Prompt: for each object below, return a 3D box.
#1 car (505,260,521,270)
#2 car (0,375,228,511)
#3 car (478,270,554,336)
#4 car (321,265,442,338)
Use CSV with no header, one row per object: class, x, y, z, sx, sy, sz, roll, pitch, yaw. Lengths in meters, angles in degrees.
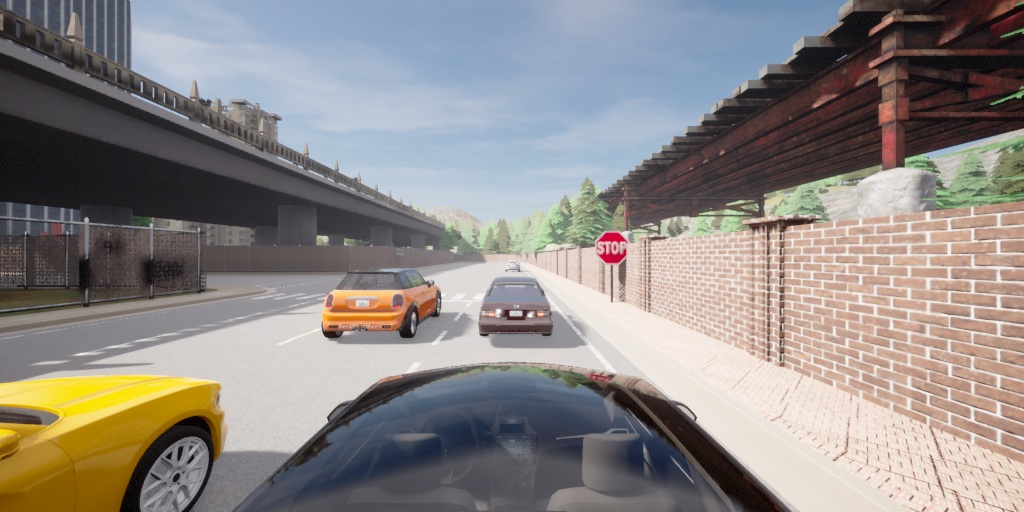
car,0.106,1.276,46.209,1.812,1.442,4.674,0,0,-1
car,-3.397,1.228,1.049,1.882,1.535,5.008,0,0,0
car,0.087,1.297,10.326,2.033,1.411,5.357,0,0,0
car,-3.414,1.102,10.306,2.097,1.767,4.553,0,0,0
